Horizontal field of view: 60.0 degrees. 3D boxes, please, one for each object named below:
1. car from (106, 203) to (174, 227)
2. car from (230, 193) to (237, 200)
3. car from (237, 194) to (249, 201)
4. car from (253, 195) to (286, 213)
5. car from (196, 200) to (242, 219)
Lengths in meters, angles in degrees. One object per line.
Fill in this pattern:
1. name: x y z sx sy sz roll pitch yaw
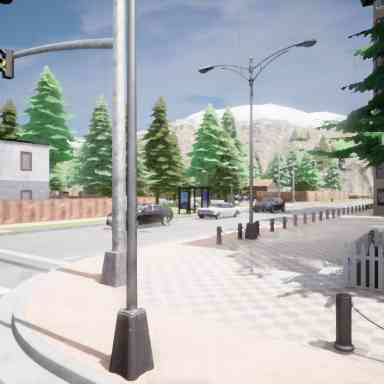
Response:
1. car: -3.223 1.476 21.240 2.128 1.511 4.902 0 0 37
2. car: 10.737 1.146 79.124 1.905 1.878 3.866 0 0 36
3. car: 13.001 1.144 77.963 1.932 1.855 4.605 0 0 36
4. car: 8.594 1.337 36.734 2.097 1.767 4.553 0 0 38
5. car: 2.399 1.586 28.628 1.895 1.301 4.718 0 0 37
